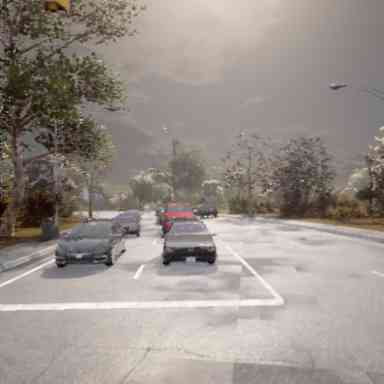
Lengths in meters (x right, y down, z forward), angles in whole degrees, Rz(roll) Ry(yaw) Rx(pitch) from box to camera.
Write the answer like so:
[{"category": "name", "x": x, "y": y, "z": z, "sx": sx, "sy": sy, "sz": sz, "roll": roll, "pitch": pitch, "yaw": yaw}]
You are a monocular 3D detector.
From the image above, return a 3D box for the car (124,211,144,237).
[{"category": "car", "x": -4.316, "y": 2.162, "z": 21.742, "sx": 1.994, "sy": 1.385, "sz": 4.181, "roll": -1, "pitch": -2, "yaw": -7}]

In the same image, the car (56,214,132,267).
[{"category": "car", "x": -3.672, "y": 1.836, "z": 12.855, "sx": 1.837, "sy": 1.490, "sz": 4.892, "roll": -1, "pitch": -1, "yaw": -3}]

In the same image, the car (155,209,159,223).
[{"category": "car", "x": -2.528, "y": 2.532, "z": 33.866, "sx": 2.033, "sy": 1.411, "sz": 5.357, "roll": -1, "pitch": -2, "yaw": -11}]

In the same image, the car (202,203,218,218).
[{"category": "car", "x": 1.896, "y": 2.547, "z": 46.388, "sx": 2.150, "sy": 2.045, "sz": 5.566, "roll": -1, "pitch": -2, "yaw": -15}]

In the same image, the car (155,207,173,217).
[{"category": "car", "x": -4.780, "y": 3.278, "z": 55.601, "sx": 1.837, "sy": 1.490, "sz": 4.892, "roll": -1, "pitch": -2, "yaw": -20}]

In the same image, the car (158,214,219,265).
[{"category": "car", "x": -0.154, "y": 1.834, "z": 13.169, "sx": 2.033, "sy": 1.411, "sz": 5.357, "roll": -1, "pitch": -1, "yaw": -3}]

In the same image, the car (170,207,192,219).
[{"category": "car", "x": -1.574, "y": 2.879, "z": 45.722, "sx": 1.837, "sy": 1.490, "sz": 4.892, "roll": -1, "pitch": -2, "yaw": -16}]

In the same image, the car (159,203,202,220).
[{"category": "car", "x": -0.954, "y": 1.815, "z": 23.331, "sx": 2.150, "sy": 2.045, "sz": 5.566, "roll": -1, "pitch": -2, "yaw": -7}]

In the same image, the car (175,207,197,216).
[{"category": "car", "x": -1.158, "y": 3.256, "z": 56.013, "sx": 2.033, "sy": 1.411, "sz": 5.357, "roll": -1, "pitch": -2, "yaw": -20}]
